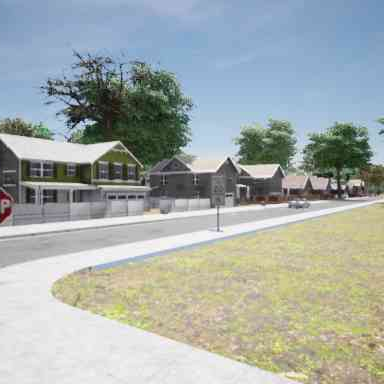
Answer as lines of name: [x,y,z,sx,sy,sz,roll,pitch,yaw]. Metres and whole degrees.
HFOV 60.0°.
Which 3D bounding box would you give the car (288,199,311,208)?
car: [14.919,1.563,46.219,1.895,1.301,4.718,0,0,35]
